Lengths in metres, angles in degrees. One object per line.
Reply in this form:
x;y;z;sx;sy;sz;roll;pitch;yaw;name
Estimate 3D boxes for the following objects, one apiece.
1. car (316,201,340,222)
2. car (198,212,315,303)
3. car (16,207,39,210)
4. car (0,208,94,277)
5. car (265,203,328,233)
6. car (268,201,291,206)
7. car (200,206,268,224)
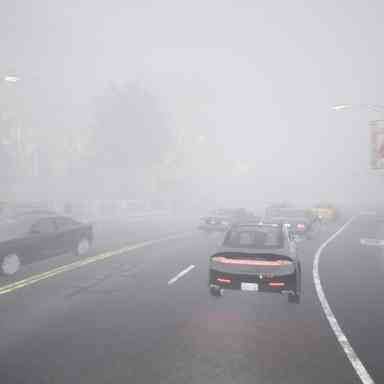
10.535;1.461;26.248;1.801;1.575;5.366;0;0;30;car
1.678;1.493;8.326;2.128;1.511;4.902;0;0;15;car
-7.443;1.480;14.613;1.882;1.535;5.008;0;0;22;car
-5.155;1.479;10.600;1.882;1.535;5.008;0;0;18;car
5.526;1.551;17.285;2.033;1.411;5.357;0;0;29;car
7.583;1.496;27.909;2.128;1.511;4.902;0;0;30;car
2.313;1.551;18.671;2.033;1.411;5.357;0;0;30;car
